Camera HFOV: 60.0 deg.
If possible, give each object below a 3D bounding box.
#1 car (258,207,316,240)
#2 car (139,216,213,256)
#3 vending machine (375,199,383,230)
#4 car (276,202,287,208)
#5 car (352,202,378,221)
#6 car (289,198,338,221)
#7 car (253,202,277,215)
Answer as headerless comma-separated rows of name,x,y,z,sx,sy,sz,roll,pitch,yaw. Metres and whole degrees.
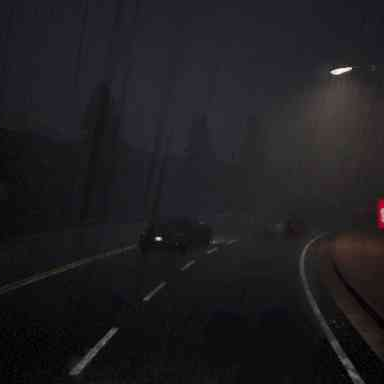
car,5.403,1.787,18.600,1.994,1.385,4.181,0,-1,29
car,-0.536,1.703,14.039,1.994,1.385,4.181,0,-1,20
vending machine,13.138,1.507,22.519,1.100,2.100,0.880,0,-1,41
car,11.947,1.924,36.686,5.008,1.535,1.882,1,-1,-36
car,17.327,1.783,31.729,4.553,1.767,2.097,1,-1,-36
car,11.977,1.622,32.121,5.566,2.045,2.150,1,-1,-41
car,9.261,1.958,39.016,4.892,1.490,1.837,1,-1,-37
